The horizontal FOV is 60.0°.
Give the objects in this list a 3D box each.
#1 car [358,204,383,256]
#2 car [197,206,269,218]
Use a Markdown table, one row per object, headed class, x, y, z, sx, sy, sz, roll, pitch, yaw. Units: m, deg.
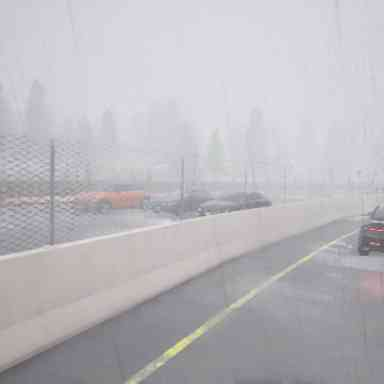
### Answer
| class | x | y | z | sx | sy | sz | roll | pitch | yaw |
| --- | --- | --- | --- | --- | --- | --- | --- | --- | --- |
| car | 6.511 | 1.117 | 10.280 | 1.837 | 1.490 | 4.892 | 3 | 4 | 37 |
| car | 2.242 | 0.685 | 16.465 | 1.837 | 1.490 | 4.892 | 4 | 4 | 39 |
